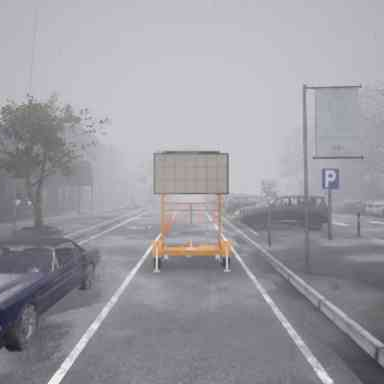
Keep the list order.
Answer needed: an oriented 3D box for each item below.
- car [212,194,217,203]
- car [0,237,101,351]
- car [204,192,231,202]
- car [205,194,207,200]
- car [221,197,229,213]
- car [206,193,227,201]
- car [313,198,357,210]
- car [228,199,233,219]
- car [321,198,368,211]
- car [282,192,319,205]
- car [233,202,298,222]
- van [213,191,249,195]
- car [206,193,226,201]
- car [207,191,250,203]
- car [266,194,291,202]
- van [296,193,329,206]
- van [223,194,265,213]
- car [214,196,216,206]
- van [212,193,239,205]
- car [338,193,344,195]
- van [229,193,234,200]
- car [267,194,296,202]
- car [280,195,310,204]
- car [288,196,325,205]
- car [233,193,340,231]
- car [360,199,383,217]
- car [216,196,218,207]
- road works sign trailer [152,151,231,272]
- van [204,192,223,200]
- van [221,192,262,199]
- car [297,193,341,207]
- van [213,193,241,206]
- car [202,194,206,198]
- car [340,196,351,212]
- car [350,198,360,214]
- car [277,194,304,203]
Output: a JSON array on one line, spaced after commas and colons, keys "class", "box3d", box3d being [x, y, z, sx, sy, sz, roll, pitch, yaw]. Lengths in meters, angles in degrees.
[{"class": "car", "box3d": [5.598, 1.453, 45.782, 4.892, 1.521, 2.231, 0, 0, 0]}, {"class": "car", "box3d": [-3.265, 1.612, 6.316, 1.895, 1.301, 4.718, 0, 0, 0]}, {"class": "car", "box3d": [5.469, 1.005, 71.011, 5.566, 2.045, 2.435, 0, 0, 0]}, {"class": "car", "box3d": [5.515, 1.341, 65.407, 4.674, 1.452, 2.002, 0, 0, 0]}, {"class": "car", "box3d": [5.639, 1.492, 31.759, 5.008, 1.535, 2.097, 0, 0, 0]}, {"class": "car", "box3d": [5.455, 1.108, 73.816, 4.553, 1.767, 2.185, 0, 0, 0]}, {"class": "car", "box3d": [18.708, 1.494, 43.677, 4.792, 1.488, 2.163, 0, 0, 0]}, {"class": "car", "box3d": [5.491, 1.491, 23.349, 5.366, 1.575, 1.946, 0, 0, 0]}, {"class": "car", "box3d": [18.660, 1.509, 40.893, 4.792, 1.488, 2.163, 0, 0, 0]}, {"class": "car", "box3d": [18.656, 1.114, 57.553, 5.566, 2.045, 2.435, 0, 0, 0]}, {"class": "car", "box3d": [5.668, 1.533, 26.153, 4.674, 1.452, 2.002, 0, 0, 0]}, {"class": "van", "box3d": [5.698, 1.210, 48.589, 4.442, 1.987, 1.878, 0, 0, 0]}, {"class": "car", "box3d": [5.445, 1.085, 76.619, 4.553, 1.767, 2.185, 0, 0, 0]}, {"class": "car", "box3d": [5.543, 1.162, 51.388, 5.566, 2.045, 2.435, 0, 0, 0]}, {"class": "car", "box3d": [18.581, 1.255, 71.434, 4.892, 1.521, 2.231, 0, 0, 0]}, {"class": "van", "box3d": [18.765, 1.184, 52.003, 4.442, 1.987, 1.878, 0, 0, 0]}, {"class": "van", "box3d": [5.740, 1.259, 37.368, 4.442, 1.987, 1.878, 0, 0, 0]}, {"class": "car", "box3d": [5.600, 1.508, 42.979, 4.674, 1.452, 2.002, 0, 0, 0]}, {"class": "van", "box3d": [5.666, 1.143, 56.996, 4.442, 1.987, 1.878, 0, 0, 0]}, {"class": "car", "box3d": [18.641, 1.198, 46.450, 5.566, 2.045, 2.435, 0, 0, 0]}, {"class": "van", "box3d": [5.772, 1.267, 28.956, 4.442, 1.987, 1.878, 0, 0, 0]}, {"class": "car", "box3d": [18.400, 1.273, 68.657, 5.366, 1.575, 1.946, 0, 0, 0]}, {"class": "car", "box3d": [18.588, 1.373, 60.331, 4.792, 1.488, 2.163, 0, 0, 0]}, {"class": "car", "box3d": [18.824, 1.385, 54.780, 5.366, 1.575, 1.946, 0, 0, 0]}, {"class": "car", "box3d": [5.658, 1.243, 20.546, 5.566, 2.045, 2.435, 0, 0, 0]}, {"class": "car", "box3d": [18.703, 1.242, 29.792, 5.566, 2.045, 2.435, 0, 0, 0]}, {"class": "car", "box3d": [5.642, 1.509, 40.171, 4.792, 1.488, 2.163, 0, 0, 0]}, {"class": "road works sign trailer", "box3d": [-0.030, 0.476, 10.802, 2.380, 3.560, 2.880, 0, 0, -1]}, {"class": "van", "box3d": [5.338, 0.940, 82.224, 4.442, 1.987, 1.878, 0, 0, 0]}, {"class": "van", "box3d": [5.517, 1.265, 34.566, 4.442, 1.987, 1.878, 0, 0, 0]}, {"class": "car", "box3d": [18.687, 1.181, 49.227, 5.566, 2.045, 2.435, 0, 0, 0]}, {"class": "van", "box3d": [5.677, 1.165, 54.193, 4.442, 1.987, 1.878, 0, 0, 0]}, {"class": "car", "box3d": [5.479, 1.027, 68.208, 5.566, 2.045, 2.435, 0, 0, 0]}, {"class": "car", "box3d": [18.705, 1.490, 35.344, 5.008, 1.535, 2.097, 0, 0, 0]}, {"class": "car", "box3d": [18.715, 1.494, 32.566, 4.892, 1.521, 2.231, 0, 0, 0]}, {"class": "car", "box3d": [18.637, 1.195, 63.107, 4.553, 1.767, 2.185, 0, 0, 0]}]
